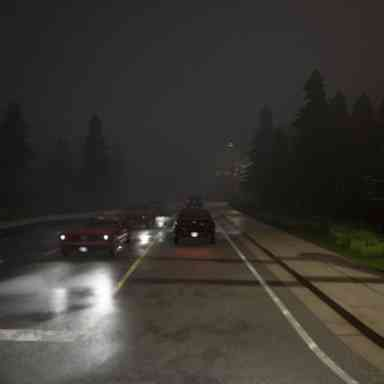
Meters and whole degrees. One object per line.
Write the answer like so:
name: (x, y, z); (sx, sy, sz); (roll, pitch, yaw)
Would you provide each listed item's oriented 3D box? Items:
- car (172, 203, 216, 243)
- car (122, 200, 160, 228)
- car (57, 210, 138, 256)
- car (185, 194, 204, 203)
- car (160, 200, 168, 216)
car: (0.107, 1.509, 16.226); (1.837, 1.490, 4.892); (0, 0, 0)
car: (-3.564, 1.484, 22.528); (1.882, 1.535, 5.008); (0, 0, 0)
car: (-3.591, 1.597, 13.246); (1.895, 1.301, 4.718); (0, 0, 0)
car: (0.335, 1.255, 41.712); (2.150, 2.045, 5.566); (0, 0, 2)
car: (-3.448, 1.522, 32.549); (1.837, 1.490, 4.892); (0, 0, 1)
